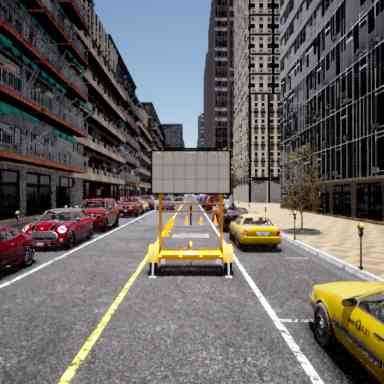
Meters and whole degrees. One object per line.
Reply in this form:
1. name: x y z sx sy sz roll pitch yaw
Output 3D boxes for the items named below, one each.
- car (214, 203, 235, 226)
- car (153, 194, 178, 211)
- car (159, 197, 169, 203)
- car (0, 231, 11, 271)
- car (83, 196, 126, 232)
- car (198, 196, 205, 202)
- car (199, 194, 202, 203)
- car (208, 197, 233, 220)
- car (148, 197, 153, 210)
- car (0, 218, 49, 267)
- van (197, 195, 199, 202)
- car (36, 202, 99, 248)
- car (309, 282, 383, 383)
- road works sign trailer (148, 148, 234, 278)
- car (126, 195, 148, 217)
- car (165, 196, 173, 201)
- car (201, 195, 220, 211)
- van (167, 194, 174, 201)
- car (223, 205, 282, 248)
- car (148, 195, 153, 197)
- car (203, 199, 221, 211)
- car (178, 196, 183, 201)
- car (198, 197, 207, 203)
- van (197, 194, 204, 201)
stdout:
1. car: 2.612 1.580 20.244 1.947 1.339 4.313 0 0 0
2. car: -3.270 1.398 41.643 2.097 1.767 4.553 0 0 0
3. car: -5.981 1.704 71.177 1.947 1.339 4.313 0 0 0
4. car: -3.105 1.352 1.446 2.097 1.767 4.553 0 0 0
5. car: -5.766 1.329 20.209 2.192 1.841 5.009 0 0 0
6. car: 2.352 1.764 82.538 1.802 1.307 4.206 0 0 0
7. car: 2.495 1.378 48.559 2.192 1.841 5.009 0 0 0
8. car: 2.589 1.460 25.907 1.967 1.590 4.097 0 0 0
9. car: -5.838 1.562 37.029 1.752 1.417 4.829 0 0 0
10. car: -5.720 1.585 8.882 1.802 1.307 4.206 0 0 0
11. van: 2.400 1.479 71.213 1.690 1.788 3.998 0 0 0
12. car: -5.743 1.448 14.545 1.967 1.590 4.097 0 0 0
13. car: 2.683 1.526 3.425 1.752 1.417 4.829 0 0 0
14. road works sign trailer: -0.034 0.468 10.102 2.380 3.560 2.880 0 0 0
15. car: -5.813 1.342 31.535 2.192 1.841 5.009 0 0 0
16. car: -6.051 1.772 88.166 1.947 1.339 4.313 0 0 0
17. car: 2.543 1.352 37.234 2.192 1.841 5.009 0 0 0
18. van: -6.075 1.575 93.832 1.690 1.788 3.998 0 0 0
19. car: 2.635 1.533 14.750 1.752 1.417 4.829 0 0 0
20. car: -5.861 1.364 42.863 2.192 1.841 5.009 0 0 0
21. car: 2.518 1.599 42.897 2.008 1.369 4.403 0 0 0
22. car: -3.360 1.771 88.166 1.994 1.385 4.181 0 0 0
23. car: 2.376 1.742 76.876 1.802 1.307 4.206 0 0 0
24. van: 2.329 1.547 88.202 1.690 1.788 3.998 0 0 0
